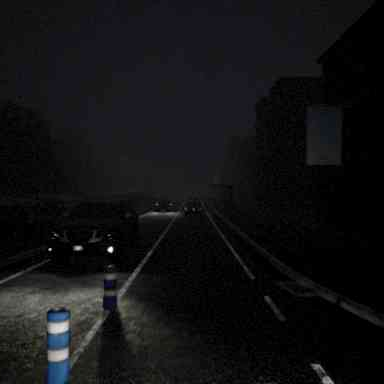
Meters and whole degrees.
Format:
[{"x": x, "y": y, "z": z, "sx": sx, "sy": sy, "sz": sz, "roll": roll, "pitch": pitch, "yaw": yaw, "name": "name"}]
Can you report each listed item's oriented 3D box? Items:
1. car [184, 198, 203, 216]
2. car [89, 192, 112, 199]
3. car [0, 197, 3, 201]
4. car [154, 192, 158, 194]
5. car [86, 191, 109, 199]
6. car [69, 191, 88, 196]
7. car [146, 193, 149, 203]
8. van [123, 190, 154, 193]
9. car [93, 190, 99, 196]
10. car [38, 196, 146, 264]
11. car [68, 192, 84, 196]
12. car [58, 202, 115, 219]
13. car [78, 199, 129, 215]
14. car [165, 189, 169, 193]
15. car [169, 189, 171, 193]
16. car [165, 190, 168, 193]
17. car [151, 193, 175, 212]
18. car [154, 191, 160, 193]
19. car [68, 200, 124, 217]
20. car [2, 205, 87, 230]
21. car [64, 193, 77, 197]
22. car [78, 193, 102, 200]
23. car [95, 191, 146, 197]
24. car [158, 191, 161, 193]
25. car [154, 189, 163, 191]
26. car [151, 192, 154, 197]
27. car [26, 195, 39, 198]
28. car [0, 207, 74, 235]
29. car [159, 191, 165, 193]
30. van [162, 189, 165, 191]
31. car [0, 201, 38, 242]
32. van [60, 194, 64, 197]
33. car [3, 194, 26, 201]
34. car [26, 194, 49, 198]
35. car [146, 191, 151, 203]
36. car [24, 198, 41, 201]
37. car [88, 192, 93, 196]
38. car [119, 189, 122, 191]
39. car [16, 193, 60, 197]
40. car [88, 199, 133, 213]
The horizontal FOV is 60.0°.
[{"x": 0.164, "y": 1.669, "z": 33.693, "sx": 2.033, "sy": 1.411, "sz": 5.357, "roll": 0, "pitch": 0, "yaw": 0, "name": "car"}, {"x": -22.201, "y": 0.795, "z": 81.018, "sx": 5.008, "sy": 1.535, "sz": 2.097, "roll": 0, "pitch": 1, "yaw": 1, "name": "car"}, {"x": -22.751, "y": 1.331, "z": 33.547, "sx": 5.566, "sy": 2.045, "sz": 2.435, "roll": 0, "pitch": 0, "yaw": 1, "name": "car"}, {"x": -9.339, "y": 1.197, "z": 61.414, "sx": 5.008, "sy": 1.535, "sz": 2.097, "roll": 0, "pitch": 1, "yaw": 1, "name": "car"}, {"x": -22.194, "y": 0.721, "z": 78.231, "sx": 4.553, "sy": 1.767, "sz": 2.185, "roll": 0, "pitch": 1, "yaw": 1, "name": "car"}, {"x": -22.419, "y": 1.146, "z": 61.529, "sx": 4.892, "sy": 1.521, "sz": 2.231, "roll": 0, "pitch": 1, "yaw": 1, "name": "car"}, {"x": -9.643, "y": 1.384, "z": 50.285, "sx": 5.366, "sy": 1.575, "sz": 1.946, "roll": 0, "pitch": 1, "yaw": 1, "name": "car"}, {"x": -9.480, "y": 1.019, "z": 58.629, "sx": 4.442, "sy": 1.987, "sz": 1.878, "roll": 0, "pitch": 1, "yaw": 1, "name": "van"}, {"x": -22.322, "y": 0.797, "z": 67.094, "sx": 5.566, "sy": 2.045, "sz": 2.435, "roll": 0, "pitch": 1, "yaw": 1, "name": "car"}, {"x": -3.327, "y": 1.303, "z": 12.492, "sx": 2.150, "sy": 2.045, "sz": 5.566, "roll": 0, "pitch": 0, "yaw": 0, "name": "car"}, {"x": -22.449, "y": 1.193, "z": 58.745, "sx": 5.008, "sy": 1.535, "sz": 2.097, "roll": 0, "pitch": 1, "yaw": 1, "name": "car"}, {"x": -9.677, "y": 1.692, "z": 30.786, "sx": 4.674, "sy": 1.452, "sz": 2.002, "roll": 0, "pitch": 0, "yaw": 1, "name": "car"}, {"x": -9.607, "y": 1.607, "z": 36.363, "sx": 5.008, "sy": 1.535, "sz": 2.097, "roll": 0, "pitch": 1, "yaw": 1, "name": "car"}, {"x": -9.023, "y": 0.618, "z": 86.456, "sx": 4.553, "sy": 1.767, "sz": 2.185, "roll": 0, "pitch": 1, "yaw": 1, "name": "car"}, {"x": -9.178, "y": 0.633, "z": 92.027, "sx": 5.366, "sy": 1.575, "sz": 1.946, "roll": 0, "pitch": 1, "yaw": 1, "name": "car"}, {"x": -9.089, "y": 0.835, "z": 83.677, "sx": 4.674, "sy": 1.452, "sz": 2.002, "roll": 0, "pitch": 1, "yaw": 1, "name": "car"}, {"x": -3.243, "y": 1.403, "z": 39.676, "sx": 2.097, "sy": 1.767, "sz": 4.553, "roll": 0, "pitch": 1, "yaw": 0, "name": "car"}, {"x": -9.297, "y": 1.148, "z": 64.197, "sx": 5.008, "sy": 1.535, "sz": 2.097, "roll": 0, "pitch": 1, "yaw": 1, "name": "car"}, {"x": -9.637, "y": 1.634, "z": 33.574, "sx": 5.008, "sy": 1.535, "sz": 2.097, "roll": 0, "pitch": 0, "yaw": 1, "name": "car"}, {"x": -9.796, "y": 1.686, "z": 22.430, "sx": 4.792, "sy": 1.488, "sz": 2.163, "roll": 0, "pitch": 0, "yaw": 1, "name": "car"}, {"x": -22.478, "y": 1.282, "z": 55.961, "sx": 4.674, "sy": 1.452, "sz": 2.002, "roll": 0, "pitch": 1, "yaw": 1, "name": "car"}, {"x": -22.292, "y": 0.988, "z": 72.667, "sx": 4.674, "sy": 1.452, "sz": 2.002, "roll": 0, "pitch": 1, "yaw": 1, "name": "car"}, {"x": -9.547, "y": 1.231, "z": 44.714, "sx": 5.566, "sy": 2.045, "sz": 2.435, "roll": 0, "pitch": 1, "yaw": 1, "name": "car"}, {"x": -9.274, "y": 1.140, "z": 66.981, "sx": 4.674, "sy": 1.452, "sz": 2.002, "roll": 0, "pitch": 1, "yaw": 1, "name": "car"}, {"x": -9.178, "y": 0.874, "z": 72.543, "sx": 4.553, "sy": 1.767, "sz": 2.185, "roll": 0, "pitch": 1, "yaw": 1, "name": "car"}, {"x": -9.402, "y": 1.294, "z": 55.848, "sx": 4.892, "sy": 1.521, "sz": 2.231, "roll": 0, "pitch": 1, "yaw": 1, "name": "car"}, {"x": -22.626, "y": 1.480, "z": 41.915, "sx": 5.008, "sy": 1.535, "sz": 2.097, "roll": 0, "pitch": 1, "yaw": 1, "name": "car"}, {"x": -9.768, "y": 1.671, "z": 19.642, "sx": 4.792, "sy": 1.488, "sz": 2.163, "roll": 0, "pitch": 0, "yaw": 1, "name": "car"}, {"x": -9.055, "y": 1.047, "z": 69.761, "sx": 5.366, "sy": 1.575, "sz": 1.946, "roll": 0, "pitch": 1, "yaw": 1, "name": "car"}, {"x": -9.061, "y": 0.725, "z": 75.260, "sx": 4.442, "sy": 1.987, "sz": 1.878, "roll": 0, "pitch": 1, "yaw": 1, "name": "van"}, {"x": -9.796, "y": 1.491, "z": 16.856, "sx": 4.553, "sy": 1.767, "sz": 2.185, "roll": 0, "pitch": -1, "yaw": 1, "name": "car"}, {"x": -22.420, "y": 1.111, "z": 50.386, "sx": 4.442, "sy": 1.987, "sz": 1.878, "roll": 0, "pitch": 1, "yaw": 1, "name": "van"}, {"x": -22.693, "y": 1.397, "z": 39.128, "sx": 4.553, "sy": 1.767, "sz": 2.185, "roll": 0, "pitch": 1, "yaw": 1, "name": "car"}, {"x": -22.784, "y": 1.427, "z": 44.824, "sx": 5.366, "sy": 1.575, "sz": 1.946, "roll": 0, "pitch": 1, "yaw": 1, "name": "car"}, {"x": -9.396, "y": 1.217, "z": 52.938, "sx": 4.553, "sy": 1.767, "sz": 2.185, "roll": 0, "pitch": 1, "yaw": 1, "name": "car"}, {"x": -9.766, "y": 1.539, "z": 25.218, "sx": 4.553, "sy": 1.767, "sz": 2.185, "roll": 0, "pitch": 0, "yaw": 1, "name": "car"}, {"x": -22.410, "y": 1.126, "z": 64.312, "sx": 4.792, "sy": 1.488, "sz": 2.163, "roll": 0, "pitch": 1, "yaw": 1, "name": "car"}, {"x": -22.134, "y": 0.513, "z": 89.371, "sx": 4.553, "sy": 1.767, "sz": 2.185, "roll": 0, "pitch": 1, "yaw": 1, "name": "car"}, {"x": -22.539, "y": 1.132, "z": 47.602, "sx": 5.566, "sy": 2.045, "sz": 2.435, "roll": 0, "pitch": 1, "yaw": 1, "name": "car"}, {"x": -9.552, "y": 1.602, "z": 39.150, "sx": 4.792, "sy": 1.488, "sz": 2.163, "roll": 0, "pitch": 1, "yaw": 1, "name": "car"}]
